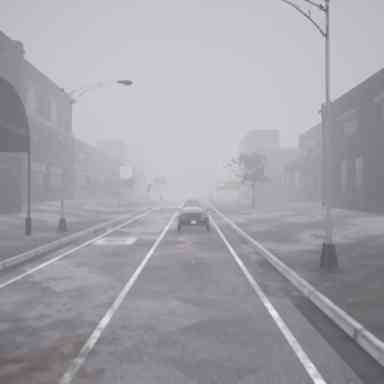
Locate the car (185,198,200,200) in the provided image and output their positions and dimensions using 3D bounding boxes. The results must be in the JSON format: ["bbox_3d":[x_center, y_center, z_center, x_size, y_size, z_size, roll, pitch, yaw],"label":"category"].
[{"bbox_3d":[0.087,1.331,38.238,1.994,1.385,4.181,0,2,0],"label":"car"}]

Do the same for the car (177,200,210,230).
[{"bbox_3d":[0.094,1.439,20.236,1.812,1.442,4.674,0,0,0],"label":"car"}]
